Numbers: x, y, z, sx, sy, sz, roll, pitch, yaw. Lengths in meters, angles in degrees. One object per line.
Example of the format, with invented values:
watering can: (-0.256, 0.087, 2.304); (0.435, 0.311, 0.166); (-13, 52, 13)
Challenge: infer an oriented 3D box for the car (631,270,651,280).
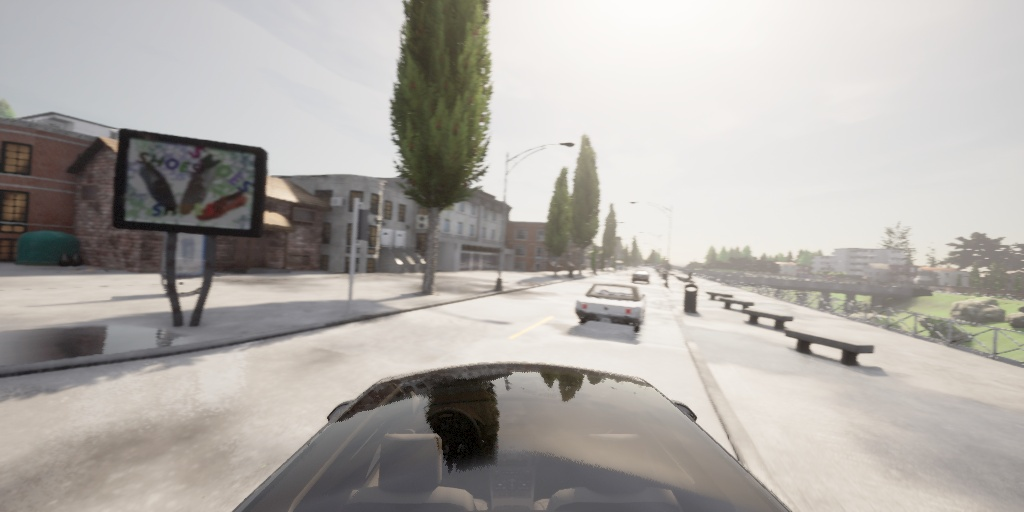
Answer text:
car: (14.012, 2.219, 38.989); (2.033, 1.411, 5.357); (4, 0, 22)

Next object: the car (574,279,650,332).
car: (3.523, 1.582, 12.197); (1.895, 1.301, 4.718); (4, 0, 22)
